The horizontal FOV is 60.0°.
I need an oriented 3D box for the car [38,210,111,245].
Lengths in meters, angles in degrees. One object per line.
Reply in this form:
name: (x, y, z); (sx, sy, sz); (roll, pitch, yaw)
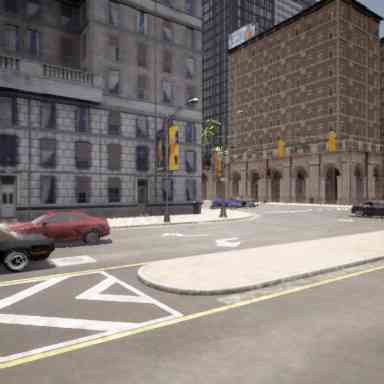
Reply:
car: (-5.752, 1.524, 13.977); (4.674, 1.442, 1.812); (0, 0, -35)

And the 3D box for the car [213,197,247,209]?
car: (4.667, 1.513, 44.484); (1.812, 1.442, 4.674); (0, 0, -35)

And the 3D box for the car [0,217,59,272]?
car: (-6.480, 1.601, 9.221); (4.718, 1.301, 1.895); (0, 0, -35)

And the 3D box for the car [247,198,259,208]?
car: (7.289, 1.478, 46.841); (2.128, 1.511, 4.902); (0, 0, -35)

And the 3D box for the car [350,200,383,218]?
car: (16.069, 1.492, 28.253); (1.837, 1.490, 4.892); (0, 0, -35)
